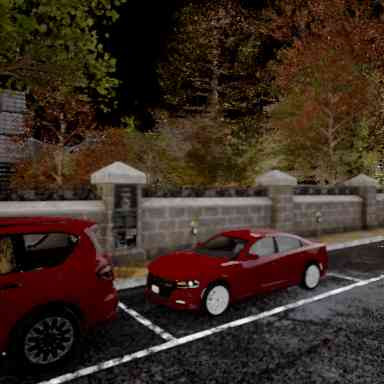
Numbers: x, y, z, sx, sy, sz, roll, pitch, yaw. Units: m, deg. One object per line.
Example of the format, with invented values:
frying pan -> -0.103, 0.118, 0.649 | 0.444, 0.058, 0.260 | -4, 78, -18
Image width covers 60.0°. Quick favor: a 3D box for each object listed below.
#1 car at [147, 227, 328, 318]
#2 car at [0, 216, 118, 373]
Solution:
car -> 1.165, 1.512, 7.376 | 4.507, 1.381, 1.887 | 0, 1, -35
car -> -3.408, 1.319, 4.116 | 5.009, 1.841, 2.192 | 0, 1, -35
